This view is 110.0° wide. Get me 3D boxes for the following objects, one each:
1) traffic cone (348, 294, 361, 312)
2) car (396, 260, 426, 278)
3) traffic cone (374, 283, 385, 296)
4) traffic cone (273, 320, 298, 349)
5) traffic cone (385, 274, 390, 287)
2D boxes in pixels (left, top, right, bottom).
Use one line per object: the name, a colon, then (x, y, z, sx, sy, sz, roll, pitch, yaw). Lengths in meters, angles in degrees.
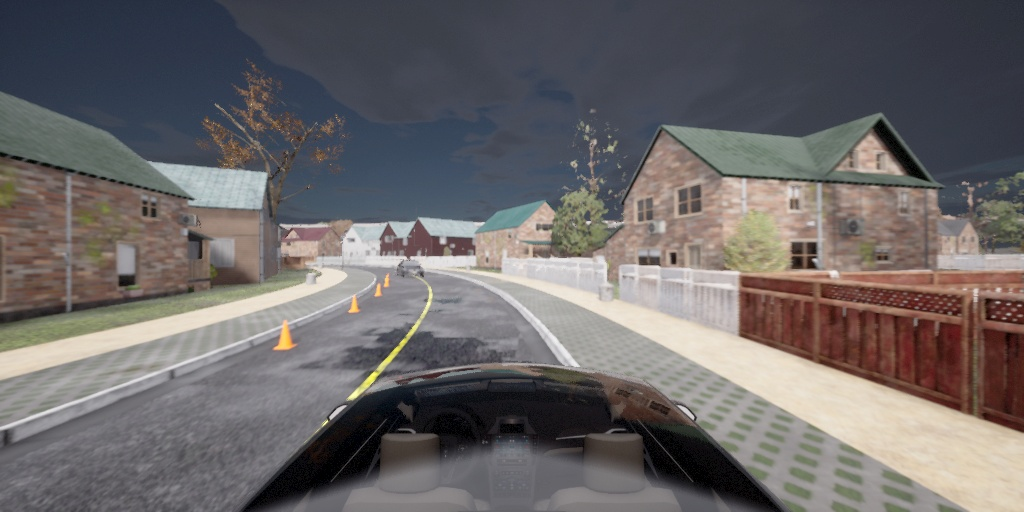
traffic cone: (-5.518, 1.643, 12.576, 0.340, 0.580, 0.340, 0, 0, -9)
car: (-8.870, 1.076, 31.159, 1.812, 1.442, 4.674, 0, 0, -25)
traffic cone: (-6.441, 1.607, 17.326, 0.340, 0.580, 0.340, 0, 0, -13)
traffic cone: (-4.907, 1.681, 7.777, 0.340, 0.580, 0.340, 0, 0, -5)
traffic cone: (-7.670, 1.572, 22.007, 0.340, 0.580, 0.340, 0, 0, -17)
